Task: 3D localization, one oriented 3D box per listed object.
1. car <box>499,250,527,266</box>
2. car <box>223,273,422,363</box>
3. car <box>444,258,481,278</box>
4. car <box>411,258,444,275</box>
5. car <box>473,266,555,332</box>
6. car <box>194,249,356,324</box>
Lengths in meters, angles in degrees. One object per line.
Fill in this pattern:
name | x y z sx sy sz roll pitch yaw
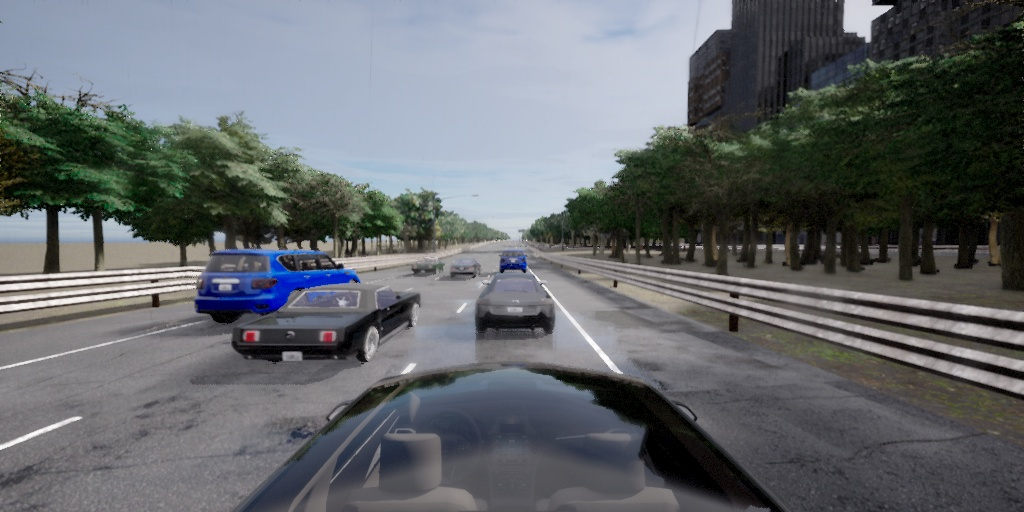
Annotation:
car | 0.093 0.463 30.530 2.150 2.045 5.566 0 1 0
car | -3.432 1.251 7.857 1.895 1.301 4.718 0 1 0
car | -3.414 0.857 26.964 2.033 1.411 5.357 0 1 0
car | -6.909 0.850 30.109 1.895 1.301 4.718 0 1 0
car | 0.078 1.174 10.277 1.994 1.385 4.181 0 1 0
car | -6.926 0.811 11.412 2.150 2.045 5.566 0 1 1
